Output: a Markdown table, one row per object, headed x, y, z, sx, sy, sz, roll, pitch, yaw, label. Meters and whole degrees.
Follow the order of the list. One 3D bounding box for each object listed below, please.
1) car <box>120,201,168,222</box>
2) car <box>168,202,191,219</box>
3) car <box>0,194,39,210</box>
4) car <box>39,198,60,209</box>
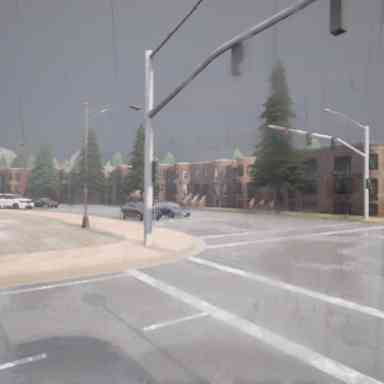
| x | y | z | sx | sy | sz | roll | pitch | yaw | label |
| --- | --- | --- | --- | --- | --- | --- | --- | --- | --- |
| -4.302 | 1.572 | 27.452 | 1.837 | 1.490 | 4.892 | 1 | 0 | -37 | car |
| -2.057 | 1.613 | 30.280 | 1.812 | 1.442 | 4.674 | 0 | 0 | -38 | car |
| -23.209 | 1.255 | 43.193 | 5.566 | 2.045 | 2.150 | 0 | 0 | 22 | car |
| -20.464 | 1.560 | 45.742 | 4.892 | 1.490 | 1.837 | 0 | -1 | 24 | car |
